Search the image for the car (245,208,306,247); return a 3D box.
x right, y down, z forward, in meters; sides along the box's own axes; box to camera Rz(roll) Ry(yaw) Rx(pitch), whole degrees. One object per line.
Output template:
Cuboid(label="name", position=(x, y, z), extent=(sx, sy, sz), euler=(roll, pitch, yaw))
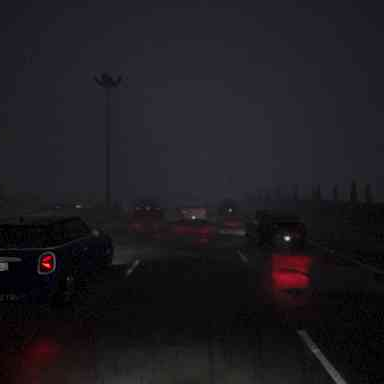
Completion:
Cuboid(label="car", position=(3.602, 1.486, 14.984), extent=(1.837, 1.490, 4.892), euler=(0, 0, 0))

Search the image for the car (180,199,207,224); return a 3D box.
Cuboid(label="car", position=(0.104, 1.495, 24.561), extent=(1.812, 1.442, 4.674), euler=(0, 0, 0))

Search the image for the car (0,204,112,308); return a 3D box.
Cuboid(label="car", position=(-3.398, 1.342, 8.042), extent=(2.097, 1.767, 4.553), euler=(0, 0, 0))

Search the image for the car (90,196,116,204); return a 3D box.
Cuboid(label="car", position=(-10.565, 1.550, 41.057), extent=(1.895, 1.301, 4.718), euler=(0, 0, 0))

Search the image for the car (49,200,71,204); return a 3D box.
Cuboid(label="car", position=(-14.079, 1.558, 35.131), extent=(1.895, 1.301, 4.718), euler=(0, 0, 0))

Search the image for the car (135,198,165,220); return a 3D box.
Cuboid(label="car", position=(-3.395, 1.318, 27.723), extent=(2.097, 1.767, 4.553), euler=(0, 0, 0))

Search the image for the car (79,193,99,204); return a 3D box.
Cuboid(label="car", position=(-17.451, 1.155, 56.969), extent=(2.150, 2.045, 5.566), euler=(0, 0, 2))

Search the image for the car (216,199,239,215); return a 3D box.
Cuboid(label="car", position=(3.605, 1.463, 33.728), extent=(1.837, 1.490, 4.892), euler=(0, 0, 0))
